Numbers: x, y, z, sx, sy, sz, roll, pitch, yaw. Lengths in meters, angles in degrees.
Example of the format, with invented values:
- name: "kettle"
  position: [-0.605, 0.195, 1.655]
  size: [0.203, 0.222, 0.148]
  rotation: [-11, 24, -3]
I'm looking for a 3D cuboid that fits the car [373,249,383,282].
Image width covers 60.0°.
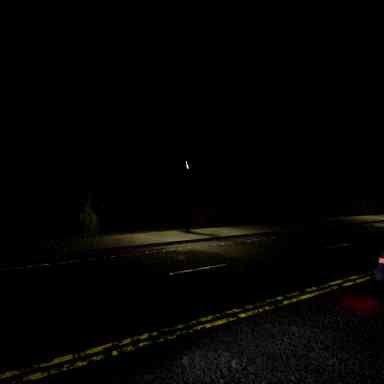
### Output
- name: "car"
  position: [6.574, 1.550, 8.179]
  size: [5.357, 1.411, 2.033]
  rotation: [0, 0, -35]
